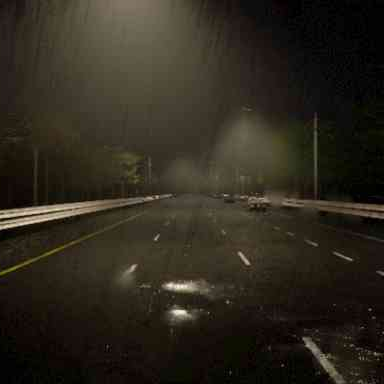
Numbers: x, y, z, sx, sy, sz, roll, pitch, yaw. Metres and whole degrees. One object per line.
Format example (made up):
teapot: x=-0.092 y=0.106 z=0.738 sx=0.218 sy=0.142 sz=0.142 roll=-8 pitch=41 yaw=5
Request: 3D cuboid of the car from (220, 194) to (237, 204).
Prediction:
car: x=7.151 y=1.550 z=64.923 sx=2.033 sy=1.411 sz=5.357 roll=0 pitch=0 yaw=0

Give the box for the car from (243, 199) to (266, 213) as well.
car: x=7.071 y=1.551 z=37.808 sx=2.033 sy=1.411 sz=5.357 roll=0 pitch=0 yaw=0
